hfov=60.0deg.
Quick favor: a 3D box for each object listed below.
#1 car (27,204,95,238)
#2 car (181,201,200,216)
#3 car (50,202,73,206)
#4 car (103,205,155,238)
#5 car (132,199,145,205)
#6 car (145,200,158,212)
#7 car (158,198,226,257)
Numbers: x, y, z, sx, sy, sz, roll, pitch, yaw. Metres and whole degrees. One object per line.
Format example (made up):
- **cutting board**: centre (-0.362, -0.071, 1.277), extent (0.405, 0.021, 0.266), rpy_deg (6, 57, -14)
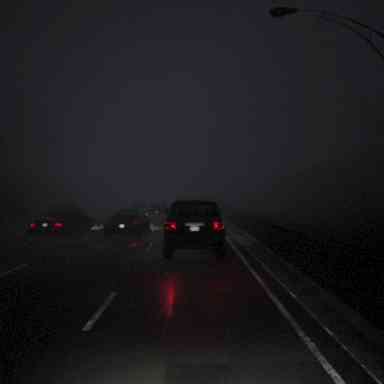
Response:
- **car**: centre (-6.946, 1.627, 18.241), extent (2.033, 1.411, 5.357), rpy_deg (0, 0, 0)
- **car**: centre (-0.210, 1.714, 35.137), extent (1.895, 1.301, 4.718), rpy_deg (0, 0, -2)
- **car**: centre (-10.533, 1.597, 27.463), extent (1.882, 1.535, 5.008), rpy_deg (0, 0, -1)
- **car**: centre (-3.433, 1.633, 18.221), extent (1.994, 1.385, 4.181), rpy_deg (0, 0, 0)
- **car**: centre (-7.731, 1.746, 49.328), extent (1.994, 1.385, 4.181), rpy_deg (0, 0, -2)
- **car**: centre (-3.761, 1.731, 36.922), extent (1.895, 1.301, 4.718), rpy_deg (0, 0, -2)
- **car**: centre (0.081, 1.265, 13.300), extent (2.150, 2.045, 5.566), rpy_deg (0, 0, 0)
